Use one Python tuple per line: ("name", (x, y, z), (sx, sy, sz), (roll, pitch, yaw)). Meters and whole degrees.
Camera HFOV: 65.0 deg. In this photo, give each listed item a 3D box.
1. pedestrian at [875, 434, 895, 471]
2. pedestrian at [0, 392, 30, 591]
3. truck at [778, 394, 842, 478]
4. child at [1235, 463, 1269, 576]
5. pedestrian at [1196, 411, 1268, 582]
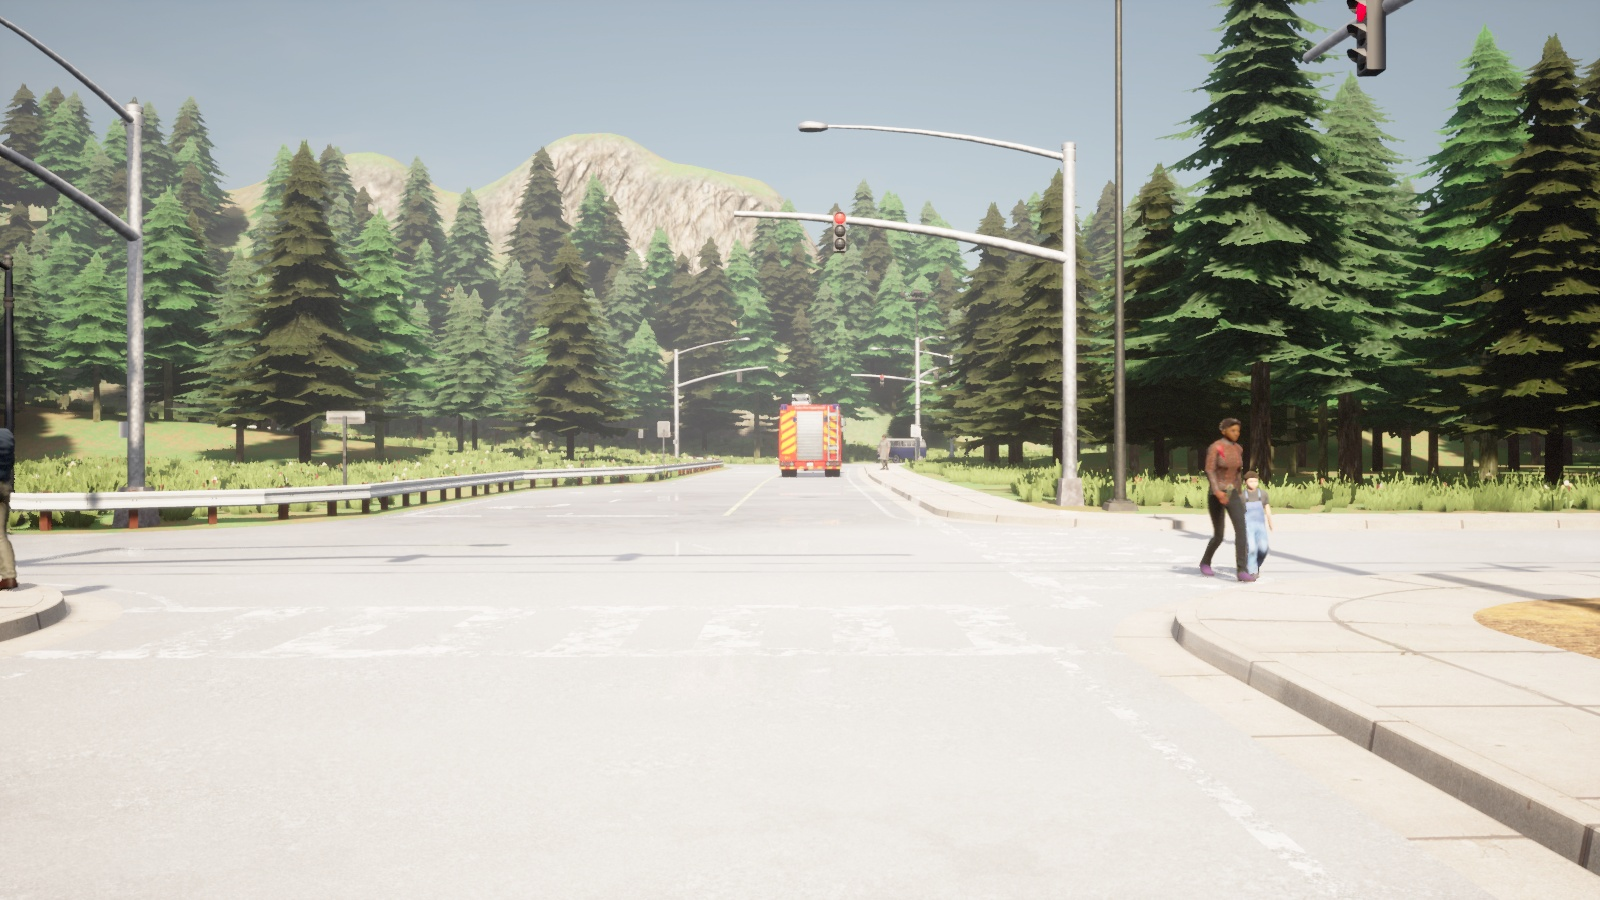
("pedestrian", (4.479, 0.138, 66.386), (0.659, 1.952, 0.873), (0, 0, 39))
("pedestrian", (-7.723, 0.383, 11.838), (0.726, 1.835, 0.370), (0, 0, 13))
("truck", (0.582, -0.660, 61.508), (2.891, 3.827, 8.468), (0, 0, 2))
("child", (5.137, 0.778, 14.280), (0.270, 1.263, 0.437), (0, 0, 8))
("pedestrian", (4.694, 0.490, 13.680), (0.328, 1.805, 0.869), (0, 0, -14))
